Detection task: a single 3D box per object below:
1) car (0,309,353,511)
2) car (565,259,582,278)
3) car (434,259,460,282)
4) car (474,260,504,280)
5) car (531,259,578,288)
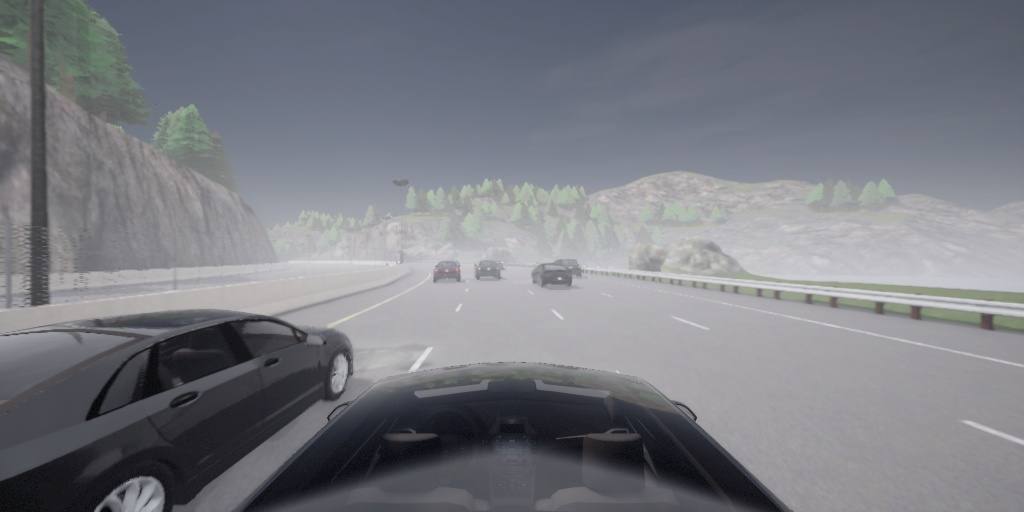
[{"bbox_3d":[-3.320,1.298,3.589,1.837,1.490,4.892,0,0,-1],"label":"car"},{"bbox_3d":[4.742,1.034,33.031,2.097,1.767,4.553,-1,0,-10],"label":"car"},{"bbox_3d":[-5.419,1.165,30.104,2.097,1.767,4.553,-1,0,-9],"label":"car"},{"bbox_3d":[-2.319,1.125,32.326,2.097,1.767,4.553,-1,0,-9],"label":"car"},{"bbox_3d":[2.517,1.191,23.730,1.882,1.535,5.008,0,0,-7],"label":"car"}]
